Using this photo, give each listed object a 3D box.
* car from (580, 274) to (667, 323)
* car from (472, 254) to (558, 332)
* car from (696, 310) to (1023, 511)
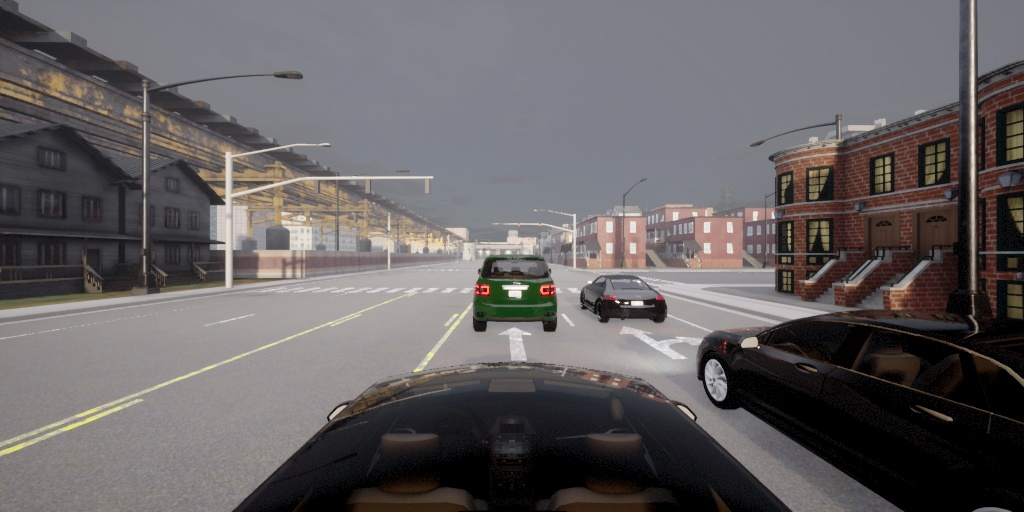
[{"bbox_3d":[3.582,1.314,12.192,1.994,1.385,4.181,0,0,1],"label":"car"},{"bbox_3d":[0.083,0.971,11.021,2.150,2.045,5.566,0,0,0],"label":"car"},{"bbox_3d":[3.599,1.255,3.279,1.837,1.490,4.892,0,0,0],"label":"car"}]
